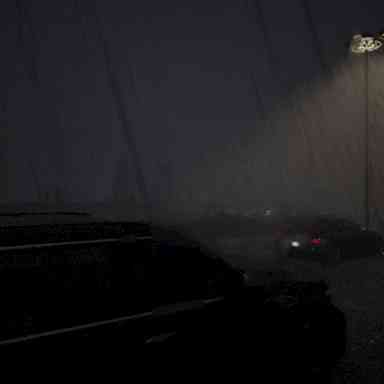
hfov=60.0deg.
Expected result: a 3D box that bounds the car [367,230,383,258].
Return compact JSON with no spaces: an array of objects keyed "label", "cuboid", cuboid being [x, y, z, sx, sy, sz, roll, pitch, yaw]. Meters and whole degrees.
[{"label":"car","cuboid":[4.840,1.595,11.505,4.181,1.385,1.994,0,0,-36]}]

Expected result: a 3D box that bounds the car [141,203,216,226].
[{"label":"car","cuboid":[-0.907,1.605,24.849,5.357,1.411,2.033,1,-1,-36]}]

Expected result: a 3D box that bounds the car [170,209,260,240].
[{"label":"car","cuboid":[1.323,1.635,17.840,4.718,1.301,1.895,0,0,-36]}]

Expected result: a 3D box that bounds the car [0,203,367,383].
[{"label":"car","cuboid":[-0.891,1.226,3.115,5.566,2.045,2.150,0,0,-36]}]
